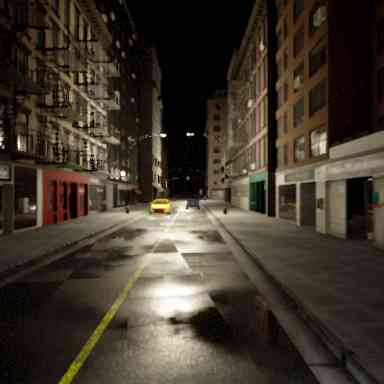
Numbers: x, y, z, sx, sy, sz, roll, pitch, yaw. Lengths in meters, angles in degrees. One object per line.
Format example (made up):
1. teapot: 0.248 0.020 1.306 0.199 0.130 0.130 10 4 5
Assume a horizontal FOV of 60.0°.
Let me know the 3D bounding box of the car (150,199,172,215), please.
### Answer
1. car: -3.079 1.483 33.545 1.882 1.535 5.008 0 0 0

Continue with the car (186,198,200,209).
1. car: 0.121 1.563 45.814 2.033 1.411 5.357 0 0 0
